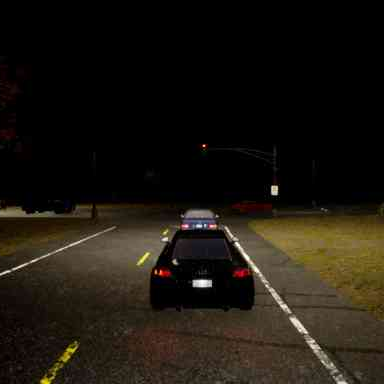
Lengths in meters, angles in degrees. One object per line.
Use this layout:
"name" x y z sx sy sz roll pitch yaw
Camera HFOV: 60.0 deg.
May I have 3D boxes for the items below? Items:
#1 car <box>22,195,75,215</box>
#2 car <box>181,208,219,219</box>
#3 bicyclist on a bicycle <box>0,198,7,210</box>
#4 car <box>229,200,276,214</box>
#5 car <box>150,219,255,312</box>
"car" -15.686 1.408 36.376 5.566 2.045 2.150 -1 1 8
"car" 0.387 1.530 17.020 2.033 1.411 5.357 0 0 2
"bicyclist on a bicycle" -25.532 1.579 45.049 0.582 1.620 1.656 -1 0 5
"car" 6.291 1.526 34.736 4.718 1.301 1.895 -1 1 5
"car" 0.198 1.558 7.792 1.994 1.385 4.181 0 0 1
